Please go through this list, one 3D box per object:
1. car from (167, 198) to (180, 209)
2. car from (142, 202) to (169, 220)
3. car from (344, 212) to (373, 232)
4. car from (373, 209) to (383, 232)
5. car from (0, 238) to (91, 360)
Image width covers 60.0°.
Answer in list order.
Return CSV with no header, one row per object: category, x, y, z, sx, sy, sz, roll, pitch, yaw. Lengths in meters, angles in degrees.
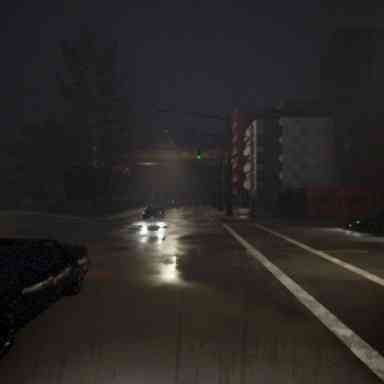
car,-3.511,2.101,55.846,2.033,1.411,5.357,0,-1,0
car,-3.505,1.935,31.346,1.895,1.301,4.718,0,-1,0
car,13.305,1.893,22.516,5.357,1.411,2.033,1,-1,-3
car,13.448,1.817,18.987,4.892,1.490,1.837,1,-1,1
car,-3.496,1.631,6.264,2.033,1.411,5.357,0,-1,0
